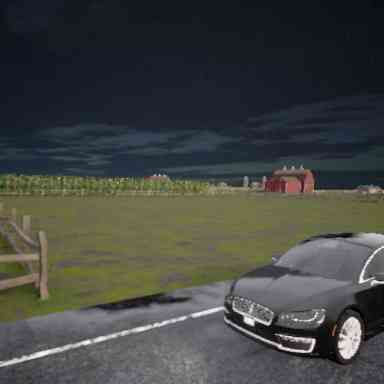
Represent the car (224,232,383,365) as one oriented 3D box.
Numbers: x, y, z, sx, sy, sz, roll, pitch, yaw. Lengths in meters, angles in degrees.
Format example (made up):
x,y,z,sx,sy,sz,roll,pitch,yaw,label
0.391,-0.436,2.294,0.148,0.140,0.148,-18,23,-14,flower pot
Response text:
x,y,z,sx,sy,sz,roll,pitch,yaw,label
2.765,1.533,5.944,4.892,1.490,1.837,1,0,-35,car
